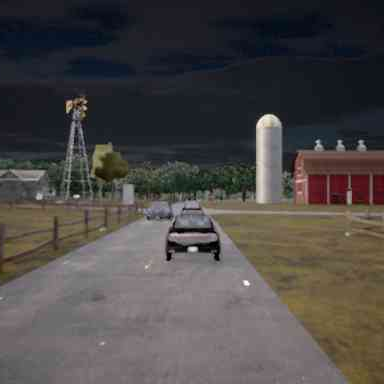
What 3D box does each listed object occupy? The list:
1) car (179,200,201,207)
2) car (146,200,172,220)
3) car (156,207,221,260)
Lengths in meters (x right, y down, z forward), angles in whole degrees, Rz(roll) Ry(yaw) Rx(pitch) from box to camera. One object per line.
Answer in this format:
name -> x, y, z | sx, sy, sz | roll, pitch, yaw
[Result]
car -> 0.038, 1.660, 27.305 | 2.128, 1.511, 4.902 | 0, -1, 1
car -> -2.803, 1.539, 29.551 | 2.097, 1.767, 4.553 | 0, 0, 0
car -> 0.045, 1.560, 12.645 | 2.128, 1.511, 4.902 | 0, 0, 0
